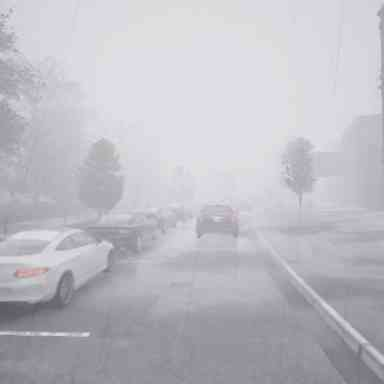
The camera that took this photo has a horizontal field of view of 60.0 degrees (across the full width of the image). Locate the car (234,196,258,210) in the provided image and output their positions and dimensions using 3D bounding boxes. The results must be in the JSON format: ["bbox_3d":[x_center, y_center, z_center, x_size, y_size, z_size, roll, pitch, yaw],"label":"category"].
[{"bbox_3d":[6.950,1.627,43.219,1.994,1.385,4.181,-1,0,17],"label":"car"}]

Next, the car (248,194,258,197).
[{"bbox_3d":[10.309,1.626,62.840,1.946,1.575,5.366,-4,-1,26],"label":"car"}]

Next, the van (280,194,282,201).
[{"bbox_3d":[21.007,1.524,82.368,1.878,1.987,4.442,-3,-1,31],"label":"van"}]

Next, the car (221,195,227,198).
[{"bbox_3d":[2.461,1.590,41.712,2.231,1.521,4.892,-4,-1,17],"label":"car"}]

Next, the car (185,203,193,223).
[{"bbox_3d":[-1.130,1.551,26.079,2.097,1.535,5.008,-1,0,10],"label":"car"}]

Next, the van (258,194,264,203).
[{"bbox_3d":[12.680,1.427,67.823,1.878,1.987,4.442,-4,-1,24],"label":"van"}]

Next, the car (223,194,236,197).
[{"bbox_3d":[5.958,1.352,52.370,2.435,2.045,5.566,-4,-1,20],"label":"car"}]

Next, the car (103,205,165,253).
[{"bbox_3d":[-2.776,1.545,14.158,2.097,1.535,5.008,-1,0,6],"label":"car"}]

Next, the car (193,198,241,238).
[{"bbox_3d":[1.482,1.386,18.259,2.097,1.767,4.553,0,0,7],"label":"car"}]

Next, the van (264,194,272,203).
[{"bbox_3d":[15.293,1.454,72.770,1.878,1.987,4.442,-3,-1,29],"label":"van"}]

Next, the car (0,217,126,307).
[{"bbox_3d":[-3.282,1.564,7.945,2.002,1.452,4.674,-1,0,4],"label":"car"}]

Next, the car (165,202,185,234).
[{"bbox_3d":[-2.130,1.542,19.831,2.231,1.521,4.892,-1,0,9],"label":"car"}]

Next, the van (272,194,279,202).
[{"bbox_3d":[18.074,1.487,77.621,1.878,1.987,4.442,-3,-1,30],"label":"van"}]

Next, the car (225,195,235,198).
[{"bbox_3d":[4.117,1.598,47.053,2.231,1.521,4.892,-4,-1,18],"label":"car"}]

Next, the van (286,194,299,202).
[{"bbox_3d":[27.444,1.610,91.515,1.878,1.987,4.442,-3,-1,35],"label":"van"}]
